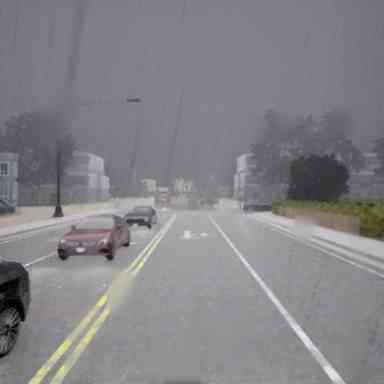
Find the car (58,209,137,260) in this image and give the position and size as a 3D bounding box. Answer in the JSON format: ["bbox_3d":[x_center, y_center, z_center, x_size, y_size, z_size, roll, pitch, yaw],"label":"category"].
[{"bbox_3d":[-3.576,1.613,12.993,1.812,1.442,4.674,0,0,0],"label":"car"}]

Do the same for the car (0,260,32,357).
[{"bbox_3d":[-3.551,1.515,3.304,2.128,1.511,4.902,0,0,4],"label":"car"}]

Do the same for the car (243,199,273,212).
[{"bbox_3d":[8.776,1.625,41.489,4.553,1.767,2.097,0,0,-4],"label":"car"}]

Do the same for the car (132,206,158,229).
[{"bbox_3d":[-3.504,1.705,23.499,2.033,1.411,5.357,0,0,0],"label":"car"}]
